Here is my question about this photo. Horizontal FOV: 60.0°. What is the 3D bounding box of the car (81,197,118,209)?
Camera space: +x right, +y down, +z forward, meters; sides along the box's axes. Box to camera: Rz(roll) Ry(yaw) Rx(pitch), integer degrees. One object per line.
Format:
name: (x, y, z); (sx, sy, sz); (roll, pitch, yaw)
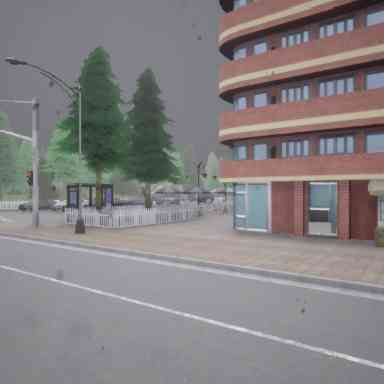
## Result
car: (-12.467, 1.470, 45.076); (1.812, 1.442, 4.674); (0, 0, 37)

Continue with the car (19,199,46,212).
car: (-17.492, 1.508, 38.101); (1.994, 1.385, 4.181); (0, 0, 36)

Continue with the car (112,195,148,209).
car: (-8.243, 1.297, 44.844); (2.097, 1.767, 4.553); (0, 0, 38)

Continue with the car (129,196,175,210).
car: (-4.469, 1.296, 38.049); (2.097, 1.767, 4.553); (0, 0, 35)

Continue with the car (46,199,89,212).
car: (-13.574, 1.470, 37.588); (1.812, 1.442, 4.674); (0, 0, 36)

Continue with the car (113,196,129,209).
car: (-8.803, 1.436, 37.982); (2.128, 1.511, 4.902); (0, 0, 35)

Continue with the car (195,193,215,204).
car: (1.543, 1.166, 59.692); (5.566, 2.045, 2.150); (0, 0, -34)

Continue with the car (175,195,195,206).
car: (-2.565, 1.492, 51.949); (5.357, 1.411, 2.033); (0, 0, -45)

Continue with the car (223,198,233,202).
car: (7.470, 1.545, 55.130); (4.718, 1.301, 1.895); (0, 0, -32)

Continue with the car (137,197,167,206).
car: (-6.322, 1.470, 52.743); (1.812, 1.442, 4.674); (0, 0, 42)
